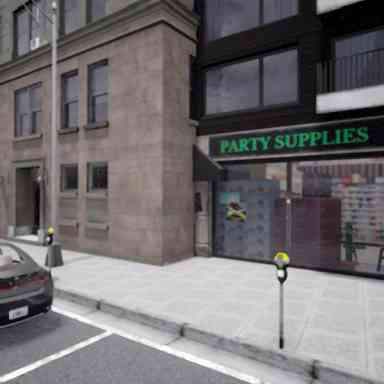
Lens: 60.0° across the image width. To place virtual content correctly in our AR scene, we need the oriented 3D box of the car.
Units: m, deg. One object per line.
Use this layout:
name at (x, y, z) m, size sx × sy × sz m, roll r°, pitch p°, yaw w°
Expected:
car at (-4.333, 1.549, 6.184) m, size 4.403 × 1.369 × 2.008 m, roll 0°, pitch 0°, yaw 36°
